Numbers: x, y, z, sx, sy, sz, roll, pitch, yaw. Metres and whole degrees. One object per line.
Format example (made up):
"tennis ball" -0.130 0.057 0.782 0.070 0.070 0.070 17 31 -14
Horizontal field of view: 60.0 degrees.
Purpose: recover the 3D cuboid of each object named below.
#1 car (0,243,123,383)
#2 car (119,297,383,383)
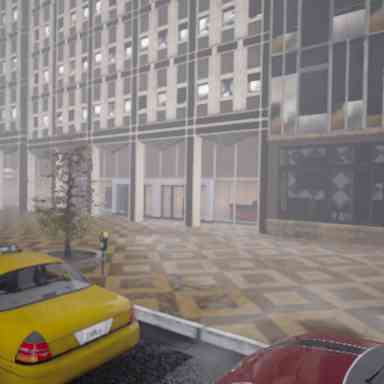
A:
"car" -2.940 1.454 4.965 4.829 1.417 1.752 1 1 36
"car" 1.824 1.450 1.563 4.097 1.590 1.967 1 1 36
